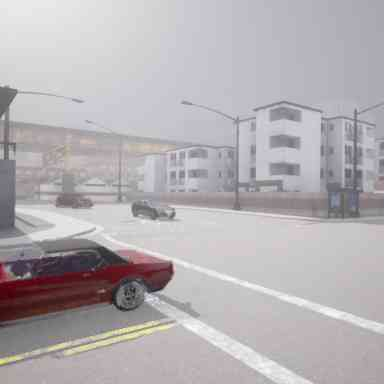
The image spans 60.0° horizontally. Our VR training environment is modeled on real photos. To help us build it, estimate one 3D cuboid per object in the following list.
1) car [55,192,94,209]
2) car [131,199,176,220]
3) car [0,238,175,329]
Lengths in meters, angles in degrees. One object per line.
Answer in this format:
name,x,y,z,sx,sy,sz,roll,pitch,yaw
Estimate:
car,-12.860,0.849,36.402,4.553,1.767,2.097,2,0,34
car,-3.154,1.337,26.626,2.128,1.511,4.902,1,1,-37
car,-2.771,1.602,6.195,4.718,1.301,1.895,0,0,-36
